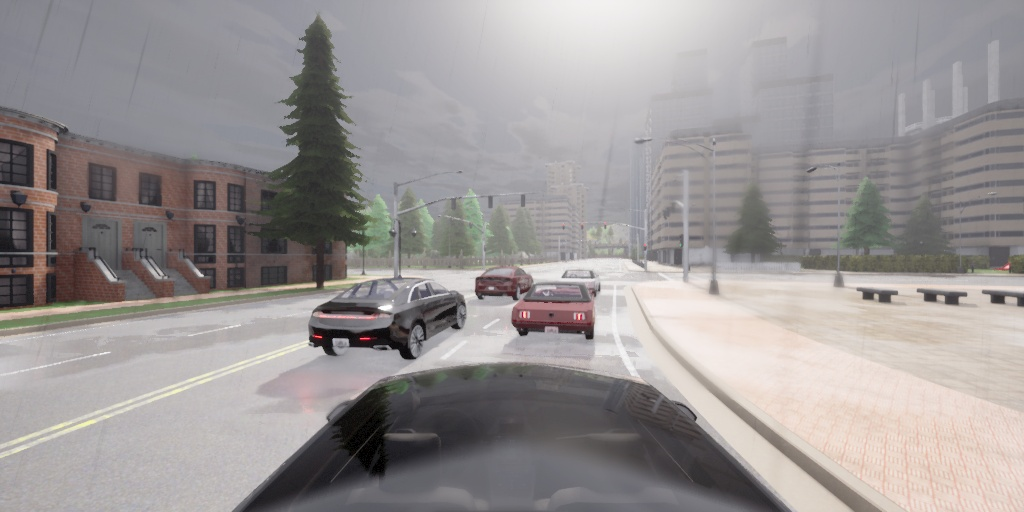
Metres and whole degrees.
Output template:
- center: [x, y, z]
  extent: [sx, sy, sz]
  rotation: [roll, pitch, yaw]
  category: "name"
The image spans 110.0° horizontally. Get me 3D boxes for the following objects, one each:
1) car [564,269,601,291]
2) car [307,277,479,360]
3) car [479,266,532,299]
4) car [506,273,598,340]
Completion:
- center: [3.634, 1.347, 18.986]
  extent: [1.895, 1.301, 4.718]
  rotation: [0, 0, 17]
  category: "car"
- center: [-2.491, 1.240, 8.428]
  extent: [2.128, 1.511, 4.902]
  rotation: [0, 0, 9]
  category: "car"
- center: [-0.237, 1.224, 17.645]
  extent: [1.882, 1.535, 5.008]
  rotation: [0, 0, 15]
  category: "car"
- center: [1.381, 1.349, 10.098]
  extent: [1.895, 1.301, 4.718]
  rotation: [0, 0, 13]
  category: "car"
